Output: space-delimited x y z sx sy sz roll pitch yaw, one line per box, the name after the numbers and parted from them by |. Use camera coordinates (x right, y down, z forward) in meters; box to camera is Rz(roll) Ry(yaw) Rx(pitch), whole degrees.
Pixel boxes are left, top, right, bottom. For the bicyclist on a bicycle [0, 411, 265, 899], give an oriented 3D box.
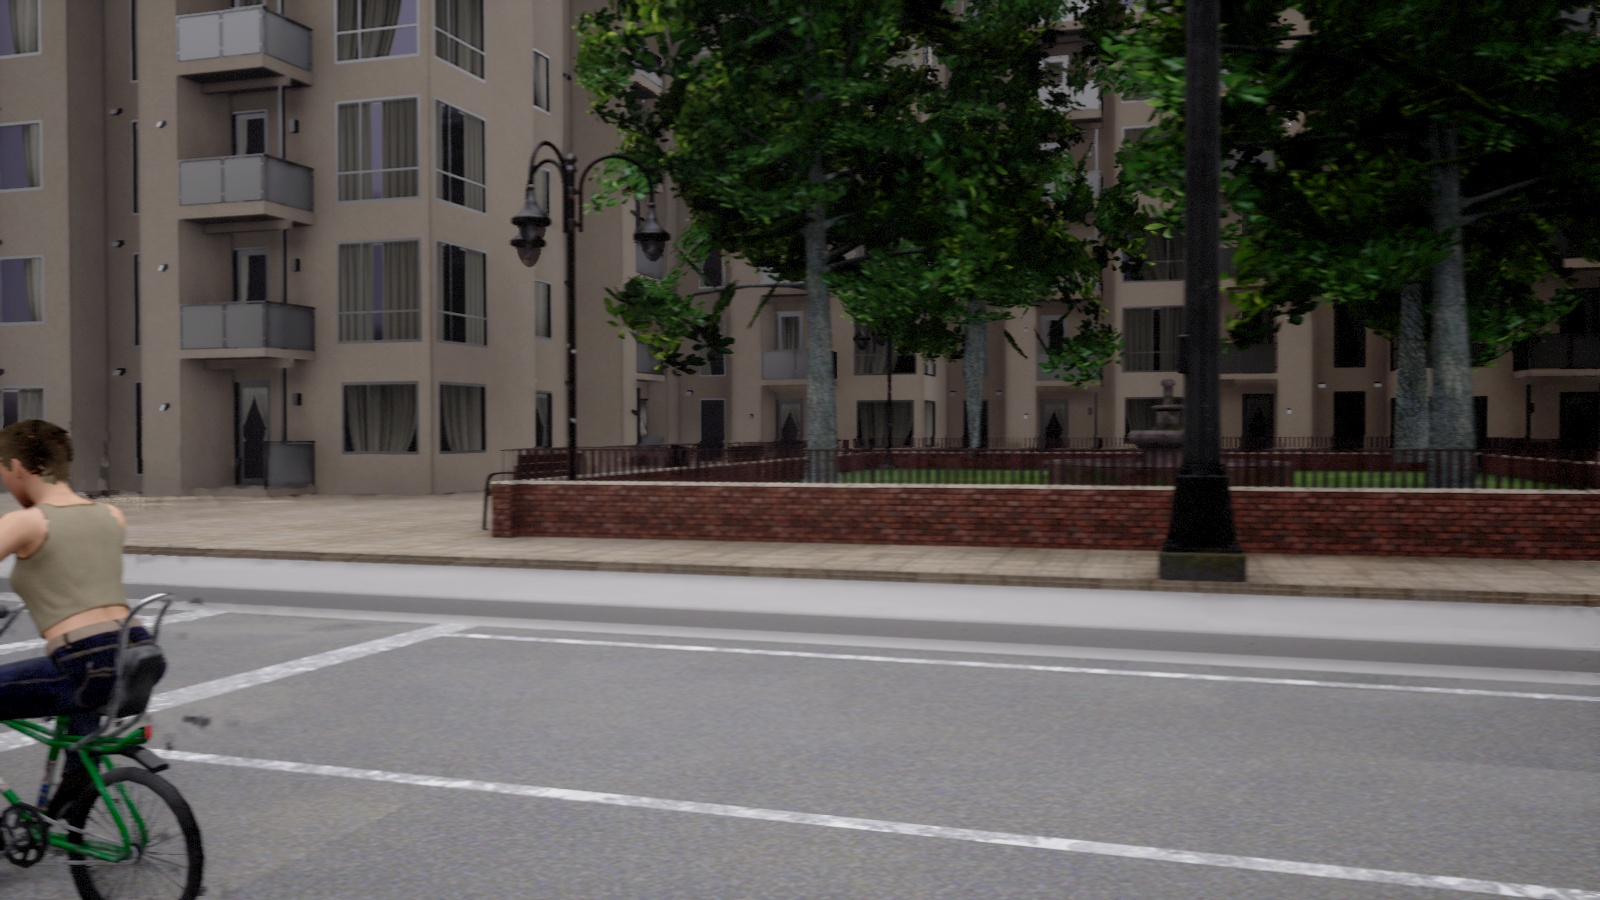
-2.668 0.688 4.086 1.509 1.612 0.866 1 1 19 | bicyclist on a bicycle
